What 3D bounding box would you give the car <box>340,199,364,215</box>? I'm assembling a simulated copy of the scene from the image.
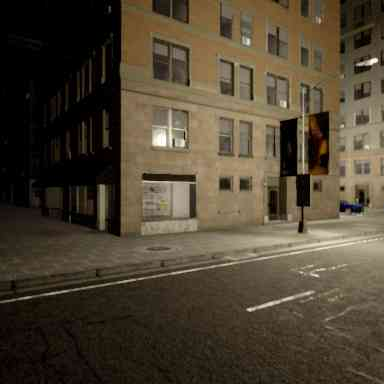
[{"bbox_3d":[14.964,1.444,34.063,1.882,1.535,5.008,0,0,-35],"label":"car"}]
